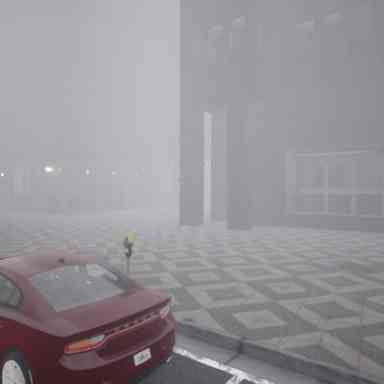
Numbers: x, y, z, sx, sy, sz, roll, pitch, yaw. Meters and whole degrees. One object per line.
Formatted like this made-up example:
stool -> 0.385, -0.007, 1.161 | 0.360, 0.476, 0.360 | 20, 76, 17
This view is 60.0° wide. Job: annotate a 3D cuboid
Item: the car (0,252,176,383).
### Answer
car -> -2.277, 1.546, 4.749 | 4.507, 1.381, 1.887 | 0, 0, 37
